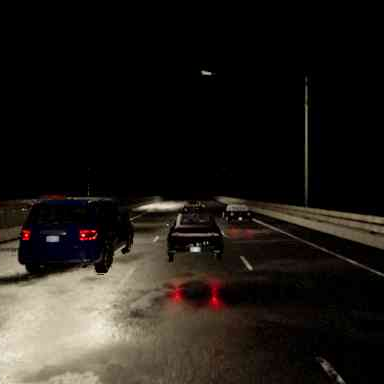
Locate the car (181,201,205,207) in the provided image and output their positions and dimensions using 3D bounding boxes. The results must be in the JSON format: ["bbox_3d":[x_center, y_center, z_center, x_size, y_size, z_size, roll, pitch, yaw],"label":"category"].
[{"bbox_3d":[0.095,1.610,30.281,1.837,1.490,4.892,0,0,0],"label":"car"}]

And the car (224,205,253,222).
[{"bbox_3d":[3.595,1.695,26.981,1.895,1.301,4.718,0,0,0],"label":"car"}]

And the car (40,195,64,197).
[{"bbox_3d":[-14.068,1.338,32.814,2.150,2.045,5.566,0,-1,0],"label":"car"}]

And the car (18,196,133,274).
[{"bbox_3d":[-3.403,1.259,10.824,2.150,2.045,5.566,0,0,0],"label":"car"}]

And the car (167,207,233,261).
[{"bbox_3d":[0.098,1.536,12.504,2.128,1.511,4.902,0,0,0],"label":"car"}]
